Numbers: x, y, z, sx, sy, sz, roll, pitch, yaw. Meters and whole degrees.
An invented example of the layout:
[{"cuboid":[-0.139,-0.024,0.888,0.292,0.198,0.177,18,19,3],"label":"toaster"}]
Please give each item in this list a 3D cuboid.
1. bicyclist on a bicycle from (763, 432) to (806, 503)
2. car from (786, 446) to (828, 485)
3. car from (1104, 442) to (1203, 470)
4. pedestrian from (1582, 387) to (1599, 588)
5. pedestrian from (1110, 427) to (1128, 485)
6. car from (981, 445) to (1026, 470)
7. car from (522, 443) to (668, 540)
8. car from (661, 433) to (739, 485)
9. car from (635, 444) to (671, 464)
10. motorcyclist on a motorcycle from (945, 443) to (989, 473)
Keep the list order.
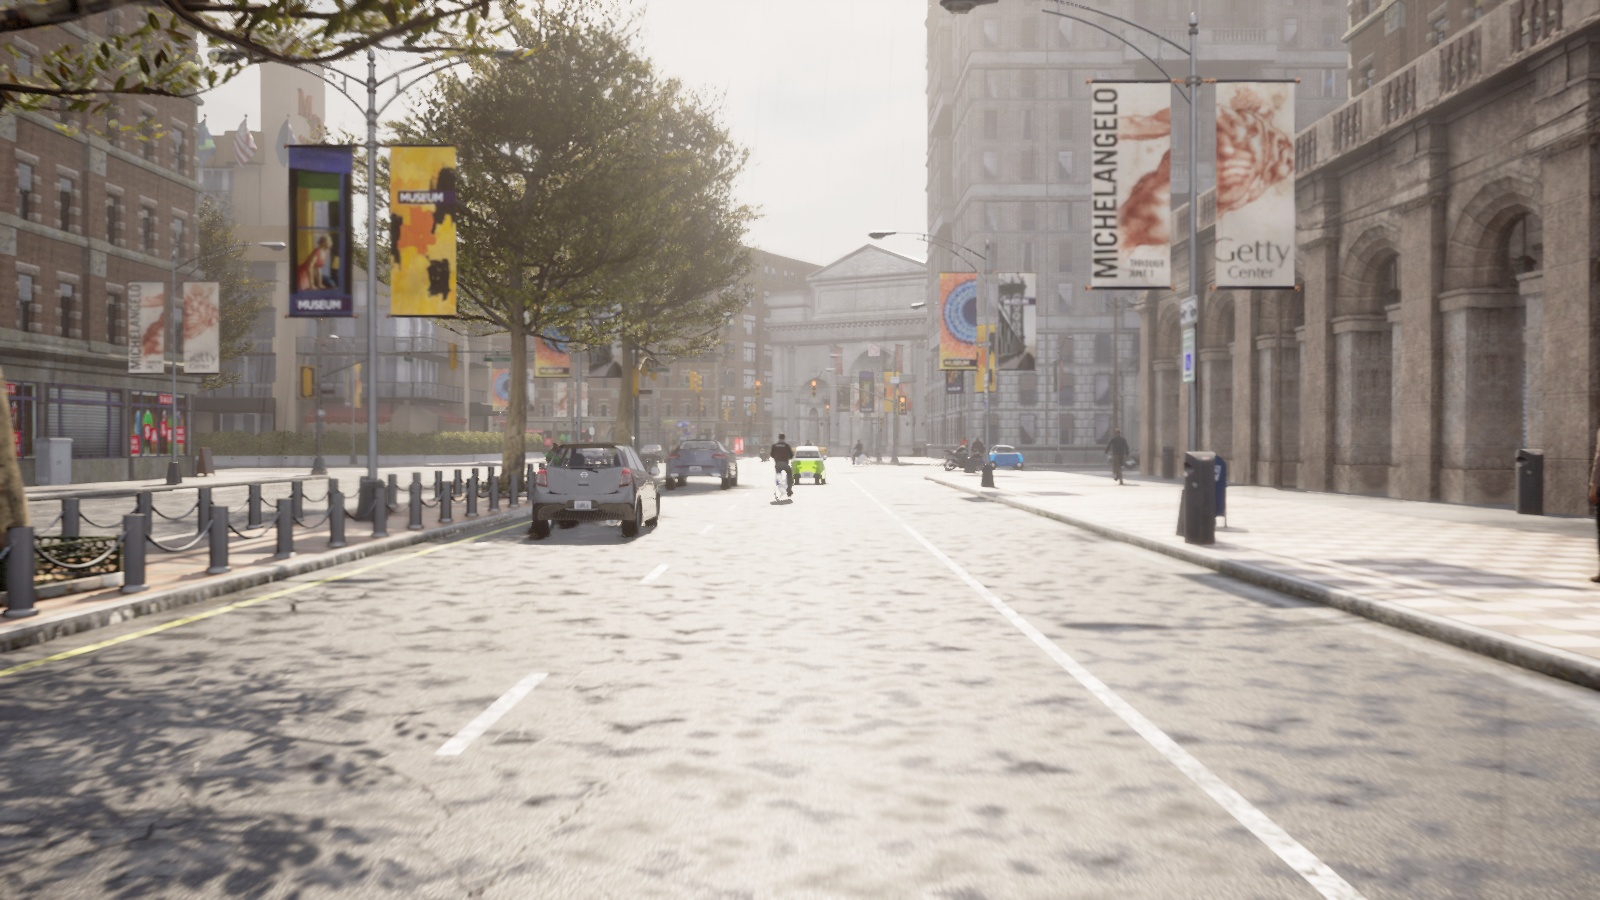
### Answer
[{"cuboid":[-0.385,0.435,32.266,0.659,1.776,1.843,0,0,13],"label":"bicyclist on a bicycle"},{"cuboid":[0.263,0.544,45.686,1.481,1.376,2.207,0,1,1],"label":"car"},{"cuboid":[19.601,0.326,69.727,4.902,1.511,2.128,0,0,0],"label":"car"},{"cuboid":[7.525,0.344,11.507,0.331,1.846,0.634,0,0,3],"label":"pedestrian"},{"cuboid":[10.259,0.184,40.359,0.402,1.842,0.726,0,0,0],"label":"pedestrian"},{"cuboid":[11.289,0.417,69.726,2.207,1.376,1.481,0,0,0],"label":"car"},{"cuboid":[-3.364,0.638,21.250,1.845,1.501,3.633,0,0,0],"label":"car"},{"cuboid":[-3.320,0.281,42.774,2.152,1.651,5.027,0,0,1],"label":"car"},{"cuboid":[-10.953,0.257,93.637,2.033,1.411,5.357,0,0,0],"label":"car"},{"cuboid":[8.783,0.415,66.197,2.191,1.530,0.866,0,0,1],"label":"motorcyclist on a motorcycle"}]
